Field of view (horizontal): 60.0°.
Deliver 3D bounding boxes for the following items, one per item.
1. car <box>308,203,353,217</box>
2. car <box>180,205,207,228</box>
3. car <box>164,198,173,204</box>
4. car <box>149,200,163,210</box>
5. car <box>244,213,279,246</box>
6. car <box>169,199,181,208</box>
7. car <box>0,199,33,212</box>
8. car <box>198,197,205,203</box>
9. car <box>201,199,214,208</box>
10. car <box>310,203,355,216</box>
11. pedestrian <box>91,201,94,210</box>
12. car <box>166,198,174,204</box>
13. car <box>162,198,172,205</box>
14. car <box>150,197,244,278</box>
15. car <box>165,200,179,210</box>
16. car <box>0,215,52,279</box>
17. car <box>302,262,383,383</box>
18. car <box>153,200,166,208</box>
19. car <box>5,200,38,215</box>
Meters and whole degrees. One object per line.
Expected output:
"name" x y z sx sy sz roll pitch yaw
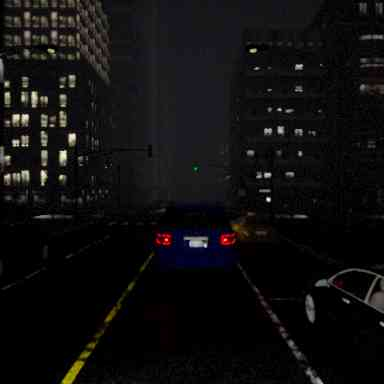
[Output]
"car" 14.886 1.986 36.181 4.181 1.385 1.994 0 0 1
"car" 0.091 1.741 25.068 1.812 1.442 4.674 0 0 0
"car" -5.688 2.290 81.842 1.802 1.307 4.206 -1 0 0
"car" -5.694 1.986 53.401 1.752 1.417 4.829 -1 0 0
"car" 2.809 1.661 15.786 1.752 1.417 4.829 -1 0 0
"car" -3.053 2.074 61.069 2.033 1.411 5.357 0 -1 0
"car" -21.655 1.623 39.253 4.829 1.417 1.752 0 0 1
"car" 2.691 2.247 93.151 1.967 1.590 4.097 -1 -1 0
"car" 2.687 2.061 59.224 2.008 1.369 4.403 -1 0 0
"car" 16.320 1.965 38.745 4.403 1.369 2.008 0 0 1
"pedestrian" -12.542 1.672 42.098 0.500 1.100 0.500 0 0 1
"car" -5.688 2.302 87.497 1.887 1.381 4.507 -1 0 0
"car" -5.690 2.204 76.188 1.887 1.381 4.507 -1 0 0
"car" 0.099 1.316 10.570 2.150 2.045 5.566 0 0 0
"car" -3.083 2.009 51.696 1.994 1.385 4.181 0 0 0
"car" -5.831 1.632 10.031 1.887 1.381 4.507 -1 0 0
"car" 2.807 1.589 4.327 2.008 1.369 4.403 -1 0 0
"car" -5.693 2.077 59.225 1.947 1.339 4.313 -1 0 0
"car" -17.811 1.739 33.437 4.181 1.385 1.994 0 0 1
